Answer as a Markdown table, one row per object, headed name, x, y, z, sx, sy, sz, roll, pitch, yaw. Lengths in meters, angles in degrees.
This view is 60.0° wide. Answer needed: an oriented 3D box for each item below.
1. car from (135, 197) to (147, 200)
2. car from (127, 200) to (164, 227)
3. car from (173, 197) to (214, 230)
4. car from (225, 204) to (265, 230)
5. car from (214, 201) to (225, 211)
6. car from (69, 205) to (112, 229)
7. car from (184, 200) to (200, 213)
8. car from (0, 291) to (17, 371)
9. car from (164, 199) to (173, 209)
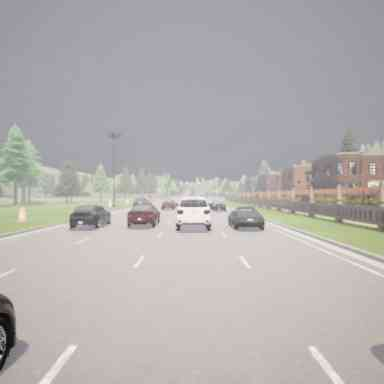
| name | x | y | z | sx | sy | sz | roll | pitch | yaw |
| --- | --- | --- | --- | --- | --- | --- | --- | --- | --- |
| car | -6.958 | 1.634 | 46.403 | 2.097 | 1.767 | 4.553 | 0 | 0 | 0 |
| car | -3.409 | 1.625 | 24.084 | 1.882 | 1.535 | 5.008 | 0 | 0 | 0 |
| car | 0.093 | 1.360 | 22.267 | 2.150 | 2.045 | 5.566 | 0 | 0 | 0 |
| car | 3.592 | 1.702 | 22.511 | 1.994 | 1.385 | 4.181 | 0 | 0 | 0 |
| car | 3.534 | 1.877 | 45.254 | 1.895 | 1.301 | 4.718 | 0 | 0 | 0 |
| car | -6.908 | 1.647 | 22.993 | 1.837 | 1.490 | 4.892 | 0 | 0 | 0 |
| car | 0.015 | 1.810 | 42.982 | 2.033 | 1.411 | 5.357 | 0 | 0 | 1 |
| car | -3.402 | 1.368 | 2.623 | 2.097 | 1.767 | 4.553 | 0 | 0 | 0 |
| car | -3.444 | 1.825 | 49.016 | 1.812 | 1.442 | 4.674 | 0 | 0 | 0 |
